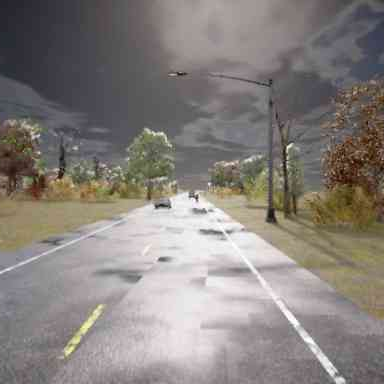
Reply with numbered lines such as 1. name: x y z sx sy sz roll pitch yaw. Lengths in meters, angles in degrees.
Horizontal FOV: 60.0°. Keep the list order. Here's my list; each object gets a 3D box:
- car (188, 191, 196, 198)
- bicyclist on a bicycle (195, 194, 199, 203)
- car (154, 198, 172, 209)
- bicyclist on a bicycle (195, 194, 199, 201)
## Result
1. car: 0.014 1.022 85.996 1.895 1.301 4.718 0 0 0
2. bicyclist on a bicycle: 0.972 1.199 59.749 0.582 1.620 1.656 0 0 0
3. car: -3.578 1.395 41.630 1.994 1.385 4.181 0 0 0
4. bicyclist on a bicycle: 0.965 1.136 69.218 0.866 1.612 1.509 0 0 0
